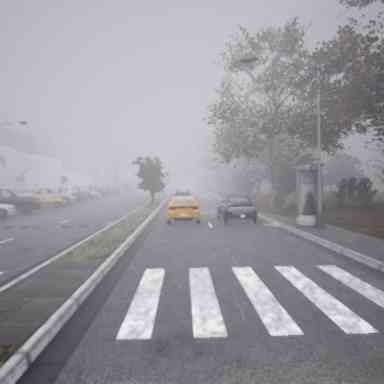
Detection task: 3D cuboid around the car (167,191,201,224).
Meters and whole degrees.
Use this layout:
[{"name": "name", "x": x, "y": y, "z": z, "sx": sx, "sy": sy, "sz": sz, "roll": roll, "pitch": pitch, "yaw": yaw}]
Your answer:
[{"name": "car", "x": -0.509, "y": 0.968, "z": 20.239, "sx": 1.882, "sy": 1.535, "sz": 5.008, "roll": -1, "pitch": 2, "yaw": -2}]

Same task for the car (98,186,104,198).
[{"name": "car", "x": -15.231, "y": 0.312, "z": 46.535, "sx": 4.674, "sy": 1.452, "sz": 2.002, "roll": -2, "pitch": 2, "yaw": -22}]

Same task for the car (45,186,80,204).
[{"name": "car", "x": -14.896, "y": 0.474, "z": 34.514, "sx": 5.566, "sy": 2.045, "sz": 2.435, "roll": -2, "pitch": 2, "yaw": -22}]

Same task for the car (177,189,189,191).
[{"name": "car", "x": -1.128, "y": 0.312, "z": 40.721, "sx": 1.882, "sy": 1.535, "sz": 5.008, "roll": -1, "pitch": 2, "yaw": -2}]

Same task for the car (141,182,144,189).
[{"name": "car", "x": -16.536, "y": -1.575, "z": 88.474, "sx": 5.566, "sy": 2.045, "sz": 2.435, "roll": -2, "pitch": 2, "yaw": -22}]

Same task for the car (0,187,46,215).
[{"name": "car", "x": -14.573, "y": 0.762, "z": 25.544, "sx": 5.566, "sy": 2.045, "sz": 2.435, "roll": -2, "pitch": 1, "yaw": -22}]

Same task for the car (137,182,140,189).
[{"name": "car", "x": -16.331, "y": -1.120, "z": 82.502, "sx": 4.892, "sy": 1.521, "sz": 2.231, "roll": -2, "pitch": 2, "yaw": -22}]

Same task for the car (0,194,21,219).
[{"name": "car", "x": -14.505, "y": 1.137, "z": 22.534, "sx": 4.674, "sy": 1.452, "sz": 2.002, "roll": -2, "pitch": 1, "yaw": -22}]

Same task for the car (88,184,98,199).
[{"name": "car", "x": -15.172, "y": 0.266, "z": 43.521, "sx": 4.553, "sy": 1.767, "sz": 2.185, "roll": -2, "pitch": 2, "yaw": -22}]

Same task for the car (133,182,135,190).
[{"name": "car", "x": -16.114, "y": -1.038, "z": 76.509, "sx": 4.553, "sy": 1.767, "sz": 2.185, "roll": -2, "pitch": 3, "yaw": -22}]

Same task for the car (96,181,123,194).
[{"name": "car", "x": -15.577, "y": -0.474, "z": 58.529, "sx": 5.566, "sy": 2.045, "sz": 2.435, "roll": -2, "pitch": 2, "yaw": -22}]

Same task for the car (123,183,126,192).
[{"name": "car", "x": -15.514, "y": -0.354, "z": 61.591, "sx": 5.366, "sy": 1.575, "sz": 1.946, "roll": -2, "pitch": 2, "yaw": -22}]

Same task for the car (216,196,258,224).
[{"name": "car", "x": 2.535, "y": 0.962, "z": 19.533, "sx": 2.128, "sy": 1.511, "sz": 4.902, "roll": -1, "pitch": 2, "yaw": -2}]

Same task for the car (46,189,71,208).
[{"name": "car", "x": -14.604, "y": 0.815, "z": 31.604, "sx": 5.366, "sy": 1.575, "sz": 1.946, "roll": -2, "pitch": 2, "yaw": -22}]

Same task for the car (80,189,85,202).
[{"name": "car", "x": -14.981, "y": 0.648, "z": 37.520, "sx": 4.792, "sy": 1.488, "sz": 2.163, "roll": -2, "pitch": 3, "yaw": -22}]

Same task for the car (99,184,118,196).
[{"name": "car", "x": -15.477, "y": -0.071, "z": 55.541, "sx": 4.792, "sy": 1.488, "sz": 2.163, "roll": -2, "pitch": 2, "yaw": -22}]

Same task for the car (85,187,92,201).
[{"name": "car", "x": -15.049, "y": 0.550, "z": 40.543, "sx": 4.674, "sy": 1.452, "sz": 2.002, "roll": -2, "pitch": 2, "yaw": -22}]

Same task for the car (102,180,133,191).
[{"name": "car", "x": -15.989, "y": -0.942, "z": 70.482, "sx": 5.566, "sy": 2.045, "sz": 2.435, "roll": -2, "pitch": 3, "yaw": -22}]

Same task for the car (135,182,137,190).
[{"name": "car", "x": -16.267, "y": -1.142, "z": 79.489, "sx": 4.553, "sy": 1.767, "sz": 2.185, "roll": -2, "pitch": 2, "yaw": -22}]

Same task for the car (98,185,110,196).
[{"name": "car", "x": -15.314, "y": 0.149, "z": 49.530, "sx": 5.008, "sy": 1.535, "sz": 2.097, "roll": -2, "pitch": 3, "yaw": -22}]
